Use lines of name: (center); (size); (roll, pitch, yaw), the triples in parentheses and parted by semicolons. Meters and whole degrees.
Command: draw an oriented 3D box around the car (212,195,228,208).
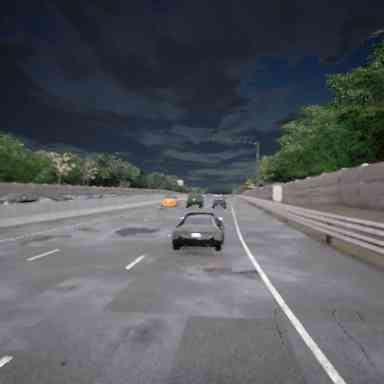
car: (3.987, 1.537, 47.716); (1.837, 1.490, 4.892); (1, 0, 6)

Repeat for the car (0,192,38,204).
car: (-18.510, 1.059, 35.647); (2.150, 2.045, 5.566); (0, 0, 7)

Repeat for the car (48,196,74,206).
car: (-20.279, 1.381, 51.490); (1.994, 1.385, 4.181); (1, 0, 7)

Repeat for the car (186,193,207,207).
car: (0.515, 1.221, 48.137); (2.150, 2.045, 5.566); (1, 0, 6)

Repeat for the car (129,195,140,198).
car: (-11.511, 1.390, 67.126); (2.128, 1.511, 4.902); (1, 0, 6)

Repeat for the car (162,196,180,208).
car: (-2.978, 1.321, 48.411); (2.097, 1.767, 4.553); (1, 0, 6)

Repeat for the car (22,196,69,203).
car: (-15.112, 1.390, 34.621); (1.812, 1.442, 4.674); (0, 0, 7)

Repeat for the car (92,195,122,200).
car: (-13.176, 1.372, 52.084); (2.128, 1.511, 4.902); (0, 0, 7)

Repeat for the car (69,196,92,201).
car: (-16.709, 1.327, 51.952); (1.882, 1.535, 5.008); (0, 0, 7)

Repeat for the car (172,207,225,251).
car: (0.368, 1.566, 14.315); (1.994, 1.385, 4.181); (1, 0, 6)

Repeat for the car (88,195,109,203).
car: (-18.624, 1.366, 66.464); (2.033, 1.411, 5.357); (1, 0, 6)

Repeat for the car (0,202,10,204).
car: (-7.284, 1.287, 8.661); (2.097, 1.767, 4.553); (1, 0, 6)
